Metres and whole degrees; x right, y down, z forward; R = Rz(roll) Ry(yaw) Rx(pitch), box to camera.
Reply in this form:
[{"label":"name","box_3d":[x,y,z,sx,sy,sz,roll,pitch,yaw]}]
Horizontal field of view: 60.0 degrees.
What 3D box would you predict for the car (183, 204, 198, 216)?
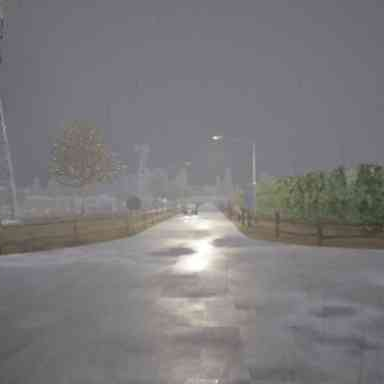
[{"label":"car","box_3d":[-0.179,2.424,45.890,2.128,1.511,4.902,-1,-1,3]}]
